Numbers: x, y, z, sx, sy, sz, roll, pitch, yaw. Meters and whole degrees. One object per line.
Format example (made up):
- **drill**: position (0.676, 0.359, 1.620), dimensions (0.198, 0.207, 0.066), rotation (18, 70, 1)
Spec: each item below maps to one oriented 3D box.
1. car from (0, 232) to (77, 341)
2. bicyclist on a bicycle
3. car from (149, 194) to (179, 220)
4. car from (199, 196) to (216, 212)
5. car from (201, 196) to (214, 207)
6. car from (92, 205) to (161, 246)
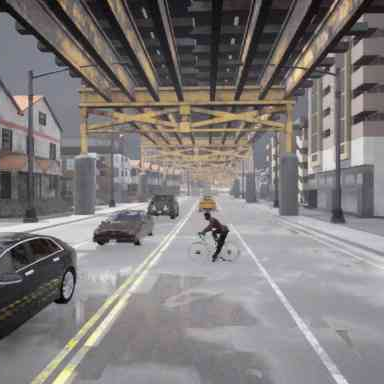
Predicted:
- **car**: position (-3.473, 1.505, 5.412), dimensions (1.837, 1.490, 4.892), rotation (0, 0, 2)
- **bicyclist on a bicycle**: position (0.674, 1.454, 10.552), dimensions (1.656, 1.620, 0.582), rotation (-2, 0, 3)
- **car**: position (-2.356, 1.196, 28.364), dimensions (2.150, 2.045, 5.566), rotation (0, 0, 3)
- **car**: position (1.772, 1.391, 38.194), dimensions (1.882, 1.535, 5.008), rotation (0, 0, 3)
- **car**: position (2.237, 1.316, 48.590), dimensions (1.837, 1.490, 4.892), rotation (0, 1, 3)
- **car**: position (-2.976, 1.547, 15.726), dimensions (2.033, 1.411, 5.357), rotation (0, 0, 3)
